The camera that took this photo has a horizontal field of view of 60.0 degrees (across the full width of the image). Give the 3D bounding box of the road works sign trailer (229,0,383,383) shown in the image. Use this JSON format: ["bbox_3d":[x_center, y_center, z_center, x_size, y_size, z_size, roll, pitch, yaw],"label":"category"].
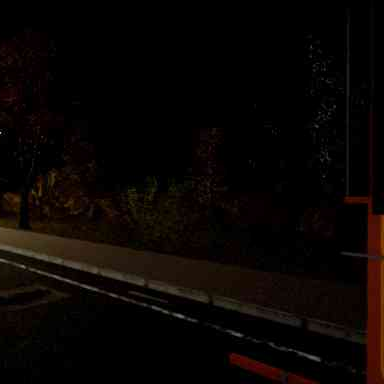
[{"bbox_3d":[1.568,0.547,2.828,2.880,3.560,2.380,0,-1,39],"label":"road works sign trailer"}]
